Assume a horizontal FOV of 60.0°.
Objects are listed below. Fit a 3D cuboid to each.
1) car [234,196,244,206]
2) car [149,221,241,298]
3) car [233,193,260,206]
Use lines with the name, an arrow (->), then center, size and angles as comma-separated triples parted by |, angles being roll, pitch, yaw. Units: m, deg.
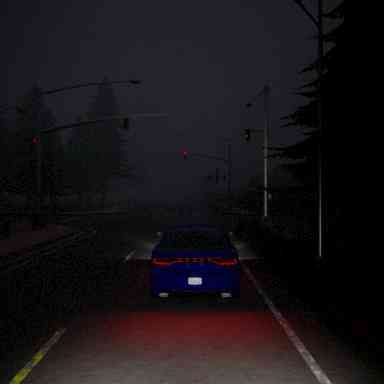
car -> 8.954, 1.144, 49.511 | 4.605, 1.855, 1.932 | 0, 0, 0
car -> 0.079, 1.478, 8.558 | 1.882, 1.535, 5.008 | 0, 0, 1
car -> 8.545, 1.146, 52.022 | 3.866, 1.878, 1.905 | 0, 0, 0
